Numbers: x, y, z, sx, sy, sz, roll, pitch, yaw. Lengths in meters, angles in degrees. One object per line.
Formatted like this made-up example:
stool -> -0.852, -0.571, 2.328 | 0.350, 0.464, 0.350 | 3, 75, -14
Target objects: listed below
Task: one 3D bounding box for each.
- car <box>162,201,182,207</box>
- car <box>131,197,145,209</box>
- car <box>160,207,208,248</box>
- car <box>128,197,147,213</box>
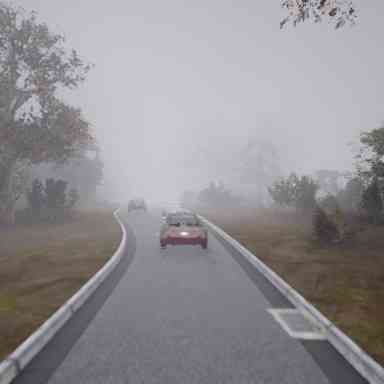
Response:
car -> -1.896, 1.557, 31.935 | 1.812, 1.442, 4.674 | 0, 0, -7
car -> -7.813, 1.525, 48.028 | 1.882, 1.535, 5.008 | 0, 0, -10
car -> -0.405, 1.578, 14.855 | 1.994, 1.385, 4.181 | 0, 0, -3
car -> -6.147, 1.390, 37.672 | 2.097, 1.767, 4.553 | 0, 0, -8
